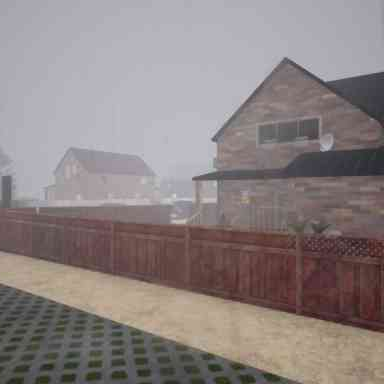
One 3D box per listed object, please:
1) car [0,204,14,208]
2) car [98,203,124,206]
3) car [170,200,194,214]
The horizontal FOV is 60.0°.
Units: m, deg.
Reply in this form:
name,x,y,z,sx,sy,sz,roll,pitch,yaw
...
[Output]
name,x,y,z,sx,sy,sz,roll,pitch,yaw
car,-13.252,1.579,21.632,1.837,1.490,4.892,0,0,34
car,-7.407,1.682,29.948,2.033,1.411,5.357,0,0,35
car,-1.211,1.709,38.650,1.837,1.490,4.892,0,0,35
